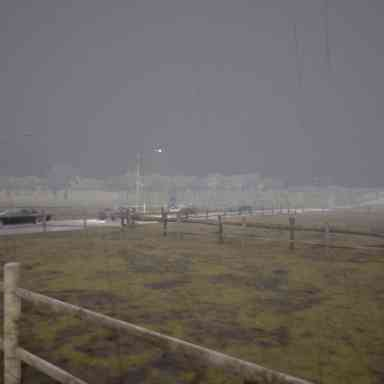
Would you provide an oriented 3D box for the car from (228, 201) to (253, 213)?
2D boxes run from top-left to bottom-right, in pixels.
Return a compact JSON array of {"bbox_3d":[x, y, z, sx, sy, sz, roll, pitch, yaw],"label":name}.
[{"bbox_3d":[8.001,2.446,54.189,2.150,2.045,5.566,1,-1,35],"label":"car"}]

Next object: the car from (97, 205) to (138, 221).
[{"bbox_3d":[-7.261,2.023,32.705,1.994,1.385,4.181,1,-1,35],"label":"car"}]

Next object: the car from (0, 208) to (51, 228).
[{"bbox_3d":[-13.025,1.844,24.513,1.895,1.301,4.718,1,-1,35],"label":"car"}]

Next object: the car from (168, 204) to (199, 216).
[{"bbox_3d":[-1.052,2.207,41.499,2.128,1.511,4.902,1,-1,36],"label":"car"}]
